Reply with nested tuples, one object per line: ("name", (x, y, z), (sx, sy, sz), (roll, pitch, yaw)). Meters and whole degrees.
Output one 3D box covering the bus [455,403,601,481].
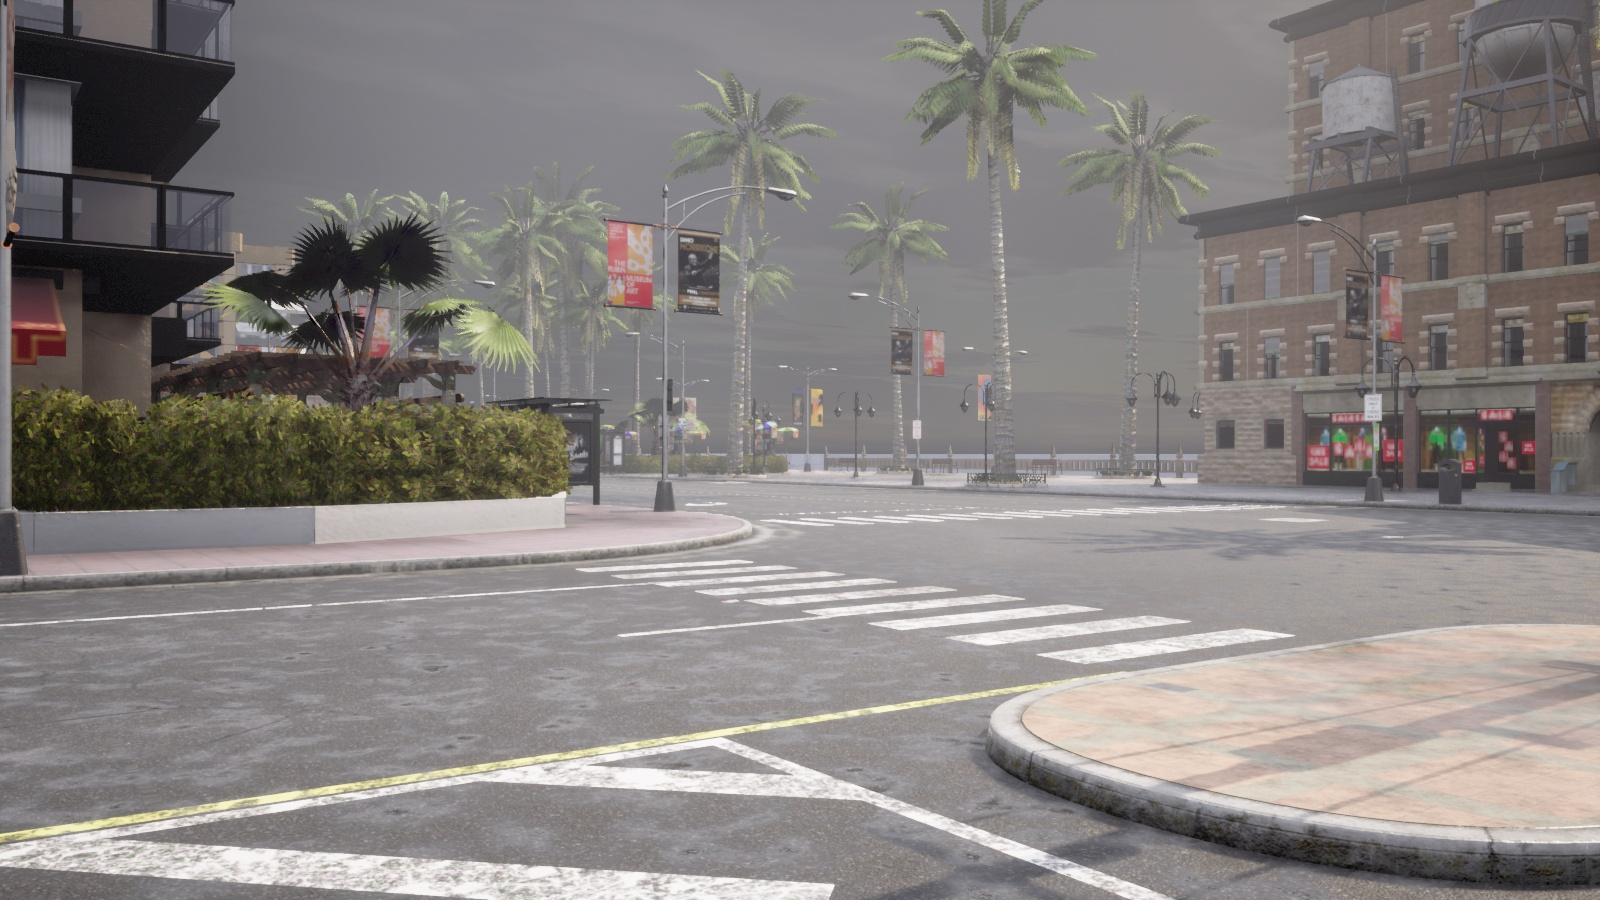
("bus", (-16.010, -0.419, 73.130), (3.944, 4.253, 10.273), (0, 0, -40))
